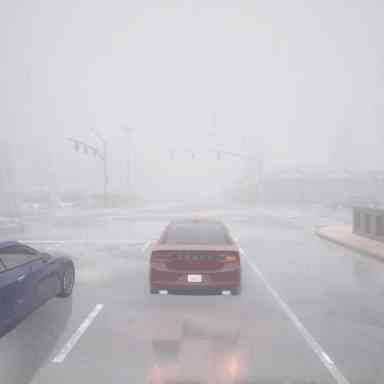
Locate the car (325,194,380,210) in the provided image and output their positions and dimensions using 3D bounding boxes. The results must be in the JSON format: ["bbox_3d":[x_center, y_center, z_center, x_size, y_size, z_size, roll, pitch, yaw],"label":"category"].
[{"bbox_3d":[15.515,0.979,32.251,4.892,1.490,1.837,0,1,2],"label":"car"}]

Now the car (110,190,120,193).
[{"bbox_3d":[-17.484,0.275,75.330,1.994,1.385,4.181,0,1,0],"label":"car"}]

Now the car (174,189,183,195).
[{"bbox_3d":[-3.481,0.056,87.615,2.033,1.411,5.357,0,1,0],"label":"car"}]

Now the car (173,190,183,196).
[{"bbox_3d":[-3.482,0.238,77.828,1.994,1.385,4.181,0,1,0],"label":"car"}]

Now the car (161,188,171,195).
[{"bbox_3d":[-6.981,-0.156,89.200,2.097,1.767,4.553,0,1,1],"label":"car"}]

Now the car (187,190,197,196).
[{"bbox_3d":[0.019,0.190,77.612,1.837,1.490,4.892,0,1,0],"label":"car"}]

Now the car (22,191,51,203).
[{"bbox_3d":[-21.087,0.602,45.249,2.097,1.767,4.553,0,1,0],"label":"car"}]

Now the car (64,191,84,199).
[{"bbox_3d":[-21.045,0.530,59.381,1.812,1.442,4.674,0,1,0],"label":"car"}]

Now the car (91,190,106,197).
[{"bbox_3d":[-20.984,0.234,74.870,1.837,1.490,4.892,0,1,0],"label":"car"}]

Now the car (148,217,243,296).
[{"bbox_3d":[0.114,1.361,8.460,1.882,1.535,5.008,0,1,1],"label":"car"}]

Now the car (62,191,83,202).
[{"bbox_3d":[-17.605,0.674,49.090,2.128,1.511,4.902,0,1,-1],"label":"car"}]

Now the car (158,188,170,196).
[{"bbox_3d":[-6.983,0.211,78.689,2.033,1.411,5.357,0,1,0],"label":"car"}]

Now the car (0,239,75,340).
[{"bbox_3d":[-3.434,1.458,5.275,1.812,1.442,4.674,0,1,0],"label":"car"}]

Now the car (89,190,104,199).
[{"bbox_3d":[-17.534,0.492,61.600,1.812,1.442,4.674,0,1,1],"label":"car"}]
